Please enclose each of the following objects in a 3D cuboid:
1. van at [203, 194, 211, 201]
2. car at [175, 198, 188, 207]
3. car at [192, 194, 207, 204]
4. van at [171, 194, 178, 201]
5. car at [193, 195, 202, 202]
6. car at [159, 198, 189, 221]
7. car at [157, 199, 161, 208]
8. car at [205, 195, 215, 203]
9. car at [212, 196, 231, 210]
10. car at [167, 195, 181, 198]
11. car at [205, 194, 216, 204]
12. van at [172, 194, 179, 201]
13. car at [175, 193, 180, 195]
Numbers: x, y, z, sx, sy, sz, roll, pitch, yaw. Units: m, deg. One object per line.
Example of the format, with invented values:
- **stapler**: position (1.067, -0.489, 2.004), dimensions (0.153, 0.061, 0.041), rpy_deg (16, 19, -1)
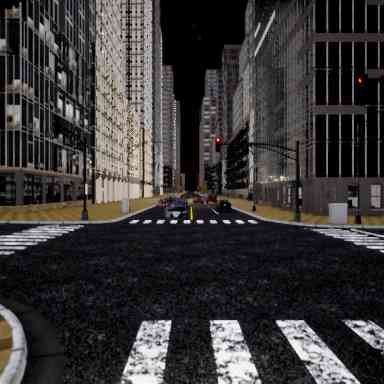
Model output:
- **van**: position (3.663, 1.308, 80.499), dimensions (1.690, 1.788, 3.998), rpy_deg (0, 0, 0)
- **car**: position (-1.608, 1.600, 52.770), dimensions (1.895, 1.301, 4.718), rpy_deg (0, 0, 0)
- **car**: position (1.274, 1.590, 63.092), dimensions (1.895, 1.301, 4.718), rpy_deg (0, 0, 0)
- **van**: position (-4.217, 1.309, 80.461), dimensions (1.690, 1.788, 3.998), rpy_deg (0, 0, 0)
- **car**: position (1.146, 1.477, 73.260), dimensions (1.837, 1.490, 4.892), rpy_deg (0, 0, 0)
- **car**: position (-1.305, 1.507, 27.358), dimensions (2.128, 1.511, 4.902), rpy_deg (0, 0, -3)
- **car**: position (-4.056, 1.585, 47.296), dimensions (1.802, 1.307, 4.206), rpy_deg (0, 0, 0)
- **car**: position (3.717, 1.421, 69.445), dimensions (1.967, 1.590, 4.097), rpy_deg (0, 0, 0)
- **car**: position (3.900, 1.573, 41.808), dimensions (1.947, 1.339, 4.313), rpy_deg (0, 0, 0)
- **car**: position (-1.555, 1.500, 40.794), dimensions (2.128, 1.511, 4.902), rpy_deg (0, 0, 0)
- **car**: position (3.744, 1.303, 63.916), dimensions (2.192, 1.841, 5.009), rpy_deg (0, 0, 0)
- **van**: position (-4.244, 1.302, 85.989), dimensions (1.690, 1.788, 3.998), rpy_deg (0, 0, 0)
- **car**: position (-4.190, 1.414, 74.934), dimensions (1.967, 1.590, 4.097), rpy_deg (0, 0, 0)
